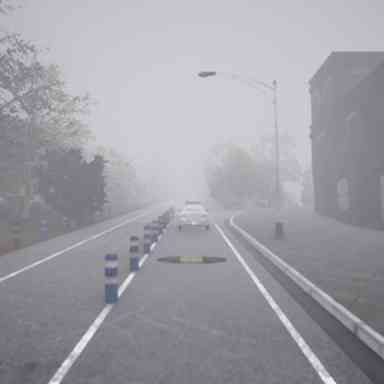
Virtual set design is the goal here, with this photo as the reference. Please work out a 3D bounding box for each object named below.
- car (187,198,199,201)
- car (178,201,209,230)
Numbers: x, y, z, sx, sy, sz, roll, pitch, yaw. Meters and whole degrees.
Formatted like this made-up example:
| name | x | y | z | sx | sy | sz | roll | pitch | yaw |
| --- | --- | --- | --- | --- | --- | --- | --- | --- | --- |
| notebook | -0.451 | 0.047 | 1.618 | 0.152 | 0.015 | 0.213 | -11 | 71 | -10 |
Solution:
| name | x | y | z | sx | sy | sz | roll | pitch | yaw |
| --- | --- | --- | --- | --- | --- | --- | --- | --- | --- |
| car | 0.118 | 1.474 | 39.241 | 1.882 | 1.535 | 5.008 | 0 | 0 | 0 |
| car | 0.106 | 1.523 | 21.110 | 1.812 | 1.442 | 4.674 | 0 | 0 | 0 |
